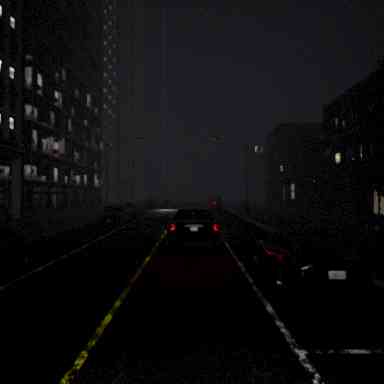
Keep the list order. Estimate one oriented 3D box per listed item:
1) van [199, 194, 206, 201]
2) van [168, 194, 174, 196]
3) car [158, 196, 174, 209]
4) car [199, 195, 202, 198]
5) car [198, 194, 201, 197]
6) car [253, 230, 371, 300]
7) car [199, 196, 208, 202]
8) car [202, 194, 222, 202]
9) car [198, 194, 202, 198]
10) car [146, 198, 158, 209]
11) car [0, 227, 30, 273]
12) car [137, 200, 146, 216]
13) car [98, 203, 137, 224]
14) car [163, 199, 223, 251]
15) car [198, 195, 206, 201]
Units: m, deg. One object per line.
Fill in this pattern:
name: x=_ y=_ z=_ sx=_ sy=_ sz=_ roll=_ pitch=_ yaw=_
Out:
van: x=2.704 y=1.449 z=85.166 sx=1.690 sy=1.788 sz=3.998 roll=1 pitch=0 yaw=0
van: x=-5.677 y=1.452 z=90.640 sx=1.690 sy=1.788 sz=3.998 roll=1 pitch=0 yaw=0
car: x=-3.087 y=1.637 z=45.788 sx=1.994 sy=1.385 sz=4.181 roll=0 pitch=0 yaw=0
car: x=2.700 y=1.652 z=58.175 sx=1.947 sy=1.339 sz=4.313 roll=1 pitch=0 yaw=0
car: x=2.701 y=1.625 z=74.380 sx=1.752 sy=1.417 sz=4.829 roll=1 pitch=0 yaw=0
car: x=2.702 y=1.582 z=8.261 sx=1.947 sy=1.339 sz=4.313 roll=1 pitch=0 yaw=0
car: x=2.700 y=1.655 z=79.688 sx=2.008 sy=1.369 sz=4.403 roll=1 pitch=0 yaw=0
car: x=2.705 y=1.383 z=41.537 sx=2.192 sy=1.841 sz=5.009 roll=1 pitch=0 yaw=0
car: x=2.700 y=1.656 z=63.719 sx=1.947 sy=1.339 sz=4.313 roll=1 pitch=0 yaw=0
car: x=-5.677 y=1.514 z=47.079 sx=1.967 sy=1.590 sz=4.097 roll=1 pitch=0 yaw=0
car: x=-5.678 y=1.581 z=8.258 sx=1.947 sy=1.339 sz=4.313 roll=1 pitch=0 yaw=0
car: x=-5.679 y=1.633 z=30.441 sx=1.802 sy=1.307 sz=4.206 roll=1 pitch=0 yaw=0
car: x=-5.679 y=1.608 z=24.895 sx=1.947 sy=1.339 sz=4.313 roll=1 pitch=0 yaw=0
car: x=0.083 y=1.379 z=14.301 sx=2.097 sy=1.767 sz=4.553 roll=0 pitch=0 yaw=0
car: x=2.702 y=1.552 z=90.643 sx=1.967 sy=1.590 sz=4.097 roll=1 pitch=0 yaw=0
